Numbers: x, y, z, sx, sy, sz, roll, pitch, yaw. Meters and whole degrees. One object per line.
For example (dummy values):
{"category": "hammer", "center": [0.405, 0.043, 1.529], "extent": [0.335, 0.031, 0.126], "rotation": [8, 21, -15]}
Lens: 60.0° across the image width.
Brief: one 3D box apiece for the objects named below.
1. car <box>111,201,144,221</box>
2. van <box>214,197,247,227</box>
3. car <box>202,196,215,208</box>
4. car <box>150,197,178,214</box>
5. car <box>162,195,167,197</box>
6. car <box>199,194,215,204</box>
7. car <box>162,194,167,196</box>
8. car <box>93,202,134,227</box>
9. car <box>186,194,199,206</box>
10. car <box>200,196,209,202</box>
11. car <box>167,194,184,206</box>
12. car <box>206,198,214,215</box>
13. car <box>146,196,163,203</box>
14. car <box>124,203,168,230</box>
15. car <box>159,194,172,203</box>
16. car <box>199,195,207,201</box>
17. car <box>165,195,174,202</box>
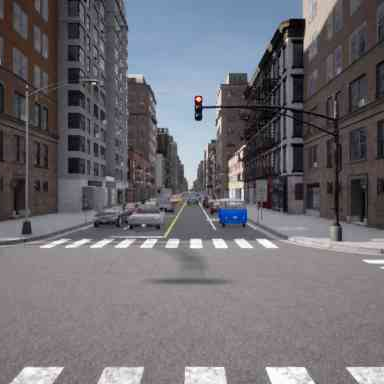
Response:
{"category": "car", "center": [-5.356, 1.544, 28.164], "extent": [1.887, 1.381, 4.507], "rotation": [0, 0, 0]}
{"category": "van", "center": [2.663, 1.340, 22.482], "extent": [1.690, 1.788, 3.998], "rotation": [0, 0, 0]}
{"category": "car", "center": [2.689, 1.577, 45.207], "extent": [1.802, 1.307, 4.206], "rotation": [0, 0, 0]}
{"category": "car", "center": [-2.808, 1.562, 34.500], "extent": [1.994, 1.385, 4.181], "rotation": [0, 0, 0]}
{"category": "car", "center": [-5.329, 1.557, 50.892], "extent": [1.947, 1.339, 4.313], "rotation": [0, 0, 0]}
{"category": "car", "center": [2.696, 1.306, 50.889], "extent": [2.192, 1.841, 5.009], "rotation": [0, 0, 0]}
{"category": "car", "center": [-5.317, 1.548, 62.256], "extent": [1.947, 1.339, 4.313], "rotation": [0, 0, 0]}
{"category": "car", "center": [-5.362, 1.550, 22.483], "extent": [2.008, 1.369, 4.403], "rotation": [0, 0, 0]}
{"category": "car", "center": [0.168, 1.479, 55.380], "extent": [2.128, 1.511, 4.902], "rotation": [0, 0, 0]}
{"category": "car", "center": [2.721, 1.525, 73.614], "extent": [2.008, 1.369, 4.403], "rotation": [0, 0, 0]}
{"category": "car", "center": [-2.691, 1.466, 56.176], "extent": [1.882, 1.535, 5.008], "rotation": [0, 0, 0]}
{"category": "car", "center": [2.676, 1.580, 33.844], "extent": [1.802, 1.307, 4.206], "rotation": [0, 0, 0]}
{"category": "car", "center": [-5.336, 1.520, 45.040], "extent": [1.752, 1.417, 4.829], "rotation": [0, 0, 0]}
{"category": "car", "center": [-2.796, 1.600, 21.189], "extent": [1.895, 1.301, 4.718], "rotation": [0, 0, -1]}
{"category": "car", "center": [-5.310, 1.293, 67.937], "extent": [2.192, 1.841, 5.009], "rotation": [0, 0, 0]}
{"category": "car", "center": [2.734, 1.532, 84.976], "extent": [1.947, 1.339, 4.313], "rotation": [0, 0, 0]}
{"category": "car", "center": [-5.297, 1.410, 79.301], "extent": [1.967, 1.590, 4.097], "rotation": [0, 0, 0]}
